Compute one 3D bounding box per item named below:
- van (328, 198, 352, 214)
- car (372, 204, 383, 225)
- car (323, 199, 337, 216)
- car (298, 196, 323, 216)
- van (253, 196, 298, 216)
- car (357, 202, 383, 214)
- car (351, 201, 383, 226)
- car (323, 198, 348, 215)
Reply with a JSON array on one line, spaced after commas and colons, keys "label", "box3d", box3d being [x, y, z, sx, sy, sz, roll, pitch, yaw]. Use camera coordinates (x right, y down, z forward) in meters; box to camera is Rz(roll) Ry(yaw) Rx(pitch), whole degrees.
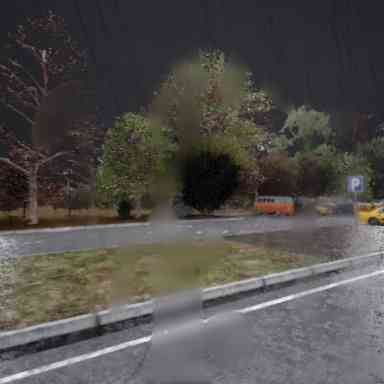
[{"label": "van", "box3d": [17.422, 1.731, 41.056, 1.878, 1.987, 4.442, 2, -1, -36]}, {"label": "car", "box3d": [15.932, 1.675, 23.748, 2.231, 1.521, 4.892, 1, -1, -36]}, {"label": "car", "box3d": [13.096, 1.804, 37.579, 1.946, 1.575, 5.366, 2, -1, -36]}, {"label": "car", "box3d": [10.728, 1.486, 36.141, 2.435, 2.045, 5.566, 1, -1, -36]}, {"label": "van", "box3d": [8.327, 1.449, 34.528, 1.878, 1.987, 4.442, 1, -1, -36]}, {"label": "car", "box3d": [26.487, 2.261, 47.412, 2.231, 1.521, 4.892, 2, -1, -36]}, {"label": "car", "box3d": [13.794, 1.619, 21.979, 1.946, 1.575, 5.366, 1, -1, -36]}, {"label": "car", "box3d": [15.239, 1.882, 39.337, 2.231, 1.521, 4.892, 2, -1, -36]}]
